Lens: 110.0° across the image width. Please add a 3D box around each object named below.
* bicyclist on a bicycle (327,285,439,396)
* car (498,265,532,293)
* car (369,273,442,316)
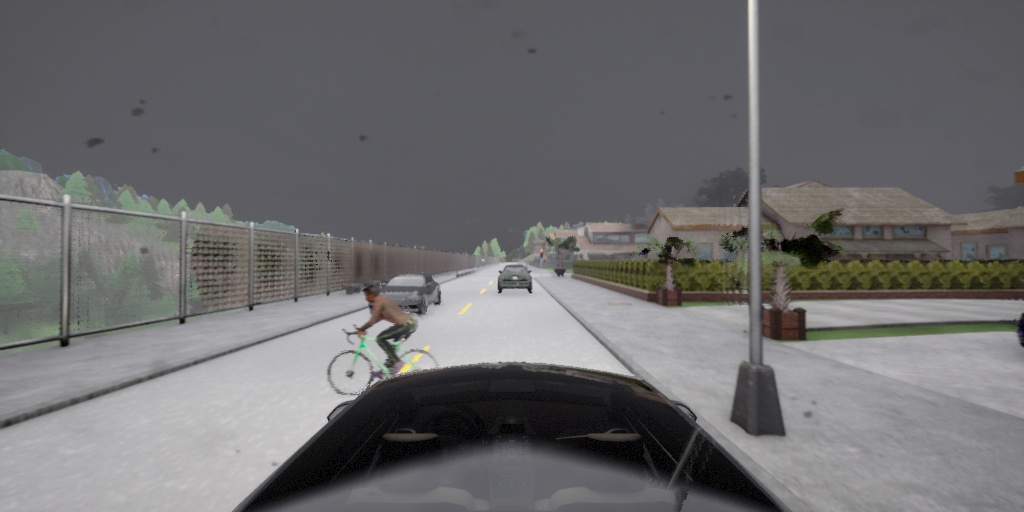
[{"bbox_3d":[-1.875,1.243,5.221,1.656,1.620,0.582,-1,-1,0],"label":"bicyclist on a bicycle"},{"bbox_3d":[0.193,1.361,23.393,2.097,1.767,4.553,0,-1,0],"label":"car"},{"bbox_3d":[-4.020,1.425,14.291,1.812,1.442,4.674,0,-1,1],"label":"car"}]
